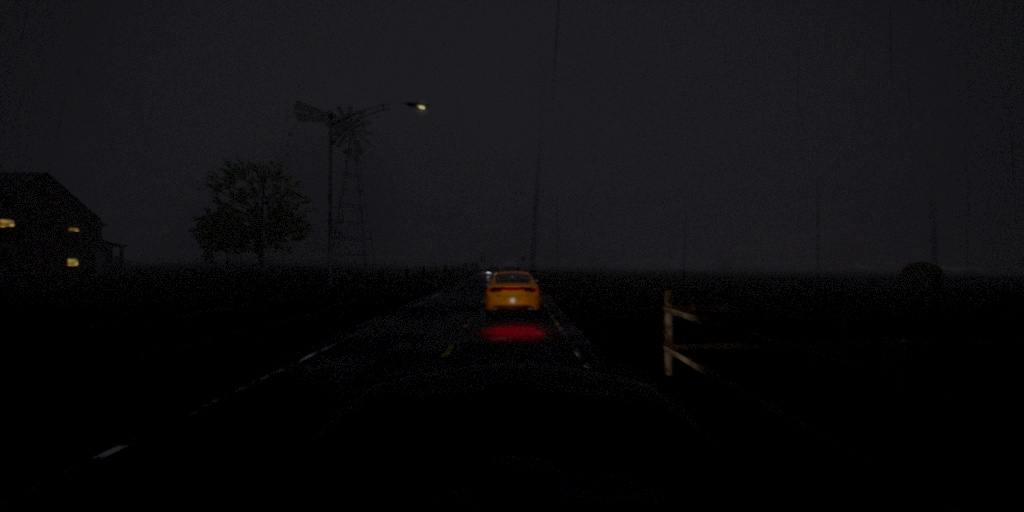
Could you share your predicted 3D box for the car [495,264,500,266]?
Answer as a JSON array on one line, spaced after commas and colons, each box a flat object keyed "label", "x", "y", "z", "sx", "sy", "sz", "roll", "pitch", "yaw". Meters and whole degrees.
[{"label": "car", "x": 0.031, "y": 1.486, "z": 27.103, "sx": 2.033, "sy": 1.411, "sz": 5.357, "roll": 0, "pitch": 0, "yaw": 1}]

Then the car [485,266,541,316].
[{"label": "car", "x": 0.048, "y": 1.319, "z": 13.967, "sx": 1.882, "sy": 1.535, "sz": 5.008, "roll": 0, "pitch": -1, "yaw": 0}]

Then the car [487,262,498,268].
[{"label": "car", "x": -2.788, "y": 1.670, "z": 55.388, "sx": 1.812, "sy": 1.442, "sz": 4.674, "roll": 0, "pitch": -1, "yaw": 0}]
